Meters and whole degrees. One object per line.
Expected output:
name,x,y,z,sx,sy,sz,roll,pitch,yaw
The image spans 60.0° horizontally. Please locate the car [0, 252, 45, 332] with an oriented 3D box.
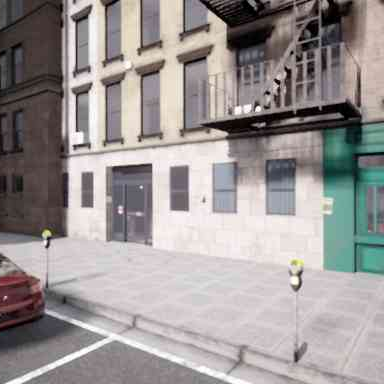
car,-4.250,1.614,5.870,4.206,1.307,1.802,0,0,36
